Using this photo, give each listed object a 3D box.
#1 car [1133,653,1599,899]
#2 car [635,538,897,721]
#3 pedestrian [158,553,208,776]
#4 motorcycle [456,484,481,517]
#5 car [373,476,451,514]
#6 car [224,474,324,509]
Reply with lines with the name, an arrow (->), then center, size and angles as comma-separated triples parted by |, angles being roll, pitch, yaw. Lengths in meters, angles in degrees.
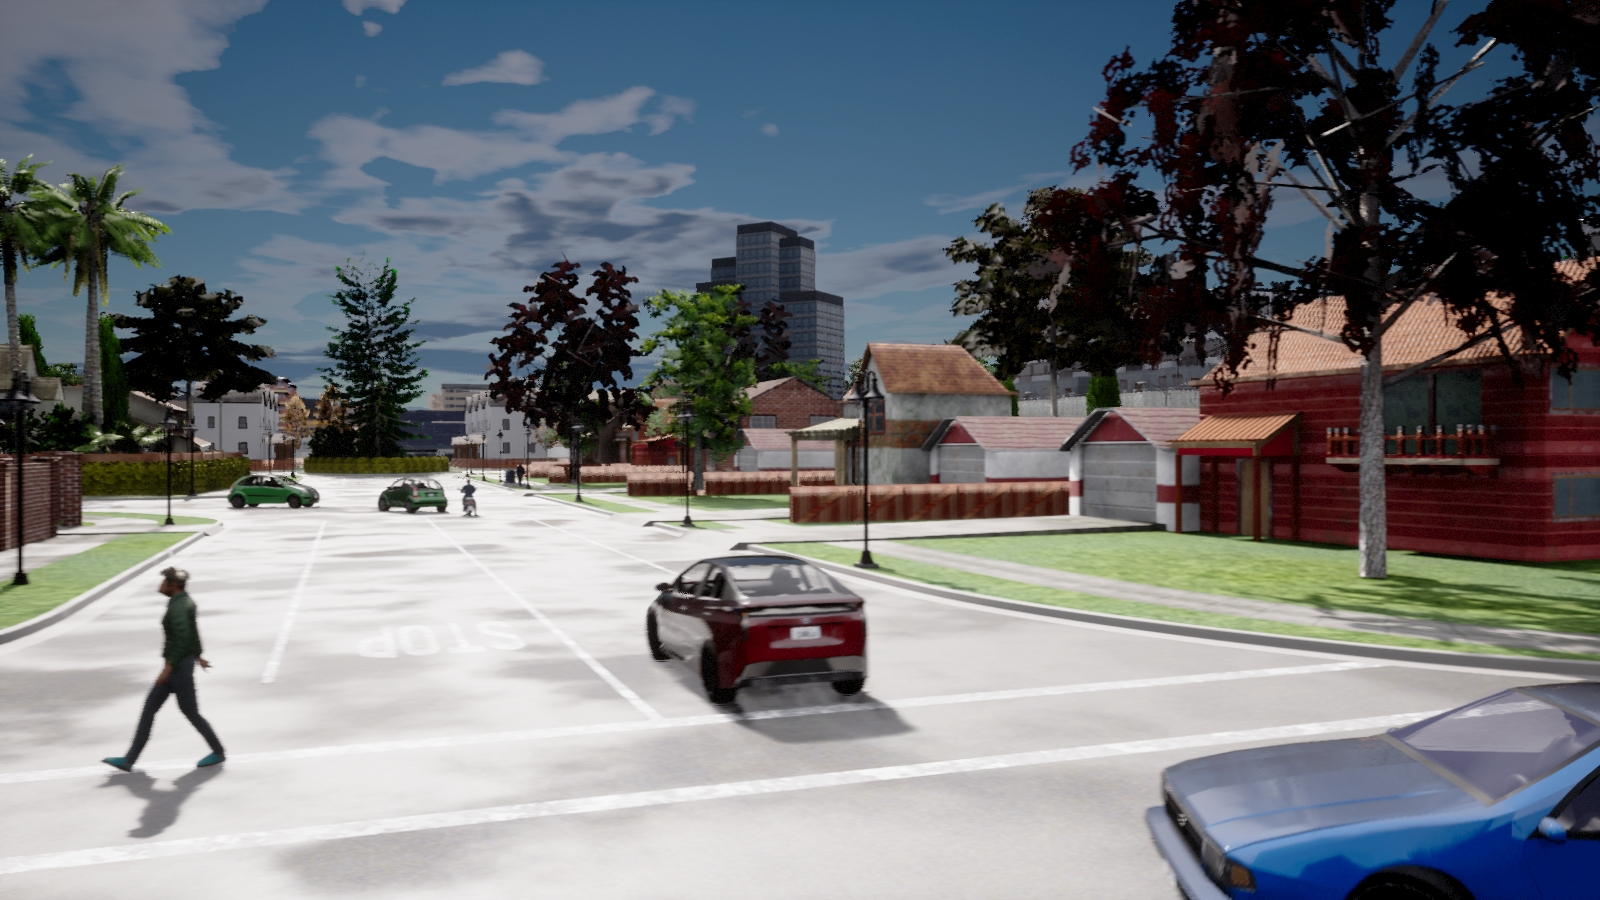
car -> 4.828, 2.088, 6.486 | 5.357, 1.411, 2.033 | 0, 0, 6
car -> -0.635, 2.051, 14.293 | 2.007, 1.525, 4.514 | 0, 0, -19
pedestrian -> -5.421, 1.859, 10.034 | 0.375, 1.860, 0.375 | 0, 0, -30
motorcycle -> -14.310, 2.164, 49.297 | 0.856, 1.341, 1.805 | 0, 0, -22
car -> -17.938, 2.041, 52.790 | 1.851, 1.617, 3.988 | 0, 0, -45
car -> -25.488, 1.987, 55.461 | 3.988, 1.617, 1.851 | 0, 0, 0
